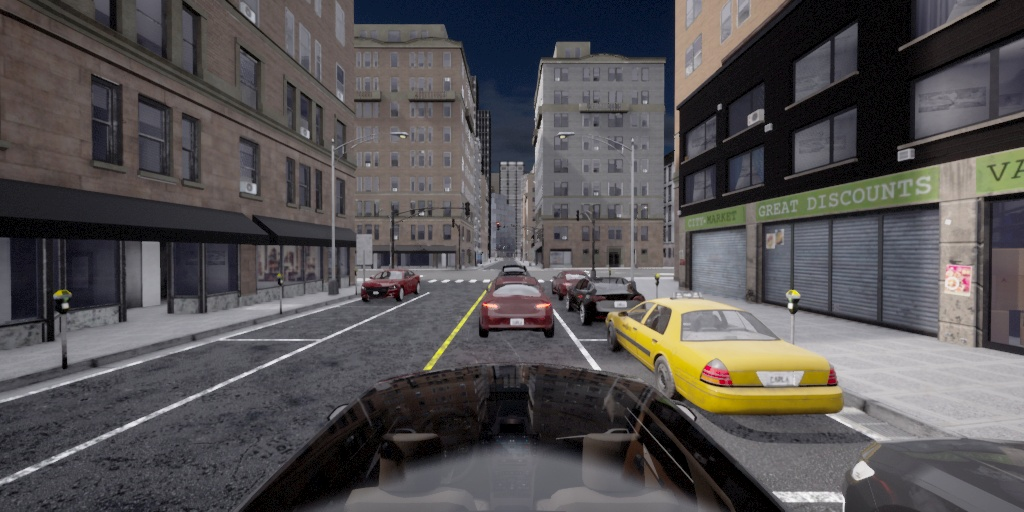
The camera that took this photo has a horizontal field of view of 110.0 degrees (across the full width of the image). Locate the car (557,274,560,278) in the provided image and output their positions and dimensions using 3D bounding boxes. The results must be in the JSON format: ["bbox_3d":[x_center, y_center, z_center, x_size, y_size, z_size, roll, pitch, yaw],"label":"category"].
[{"bbox_3d":[2.892,1.326,17.149,1.802,1.307,4.207,0,0,0],"label":"car"}]

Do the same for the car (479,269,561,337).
[{"bbox_3d":[0.103,1.273,10.128,1.812,1.442,4.674,0,0,0],"label":"car"}]

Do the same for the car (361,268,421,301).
[{"bbox_3d":[-5.653,1.289,17.156,1.888,1.381,4.507,0,0,0],"label":"car"}]

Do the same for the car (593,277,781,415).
[{"bbox_3d":[2.879,1.274,6.147,1.751,1.417,4.829,0,0,0],"label":"car"}]

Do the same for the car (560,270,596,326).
[{"bbox_3d":[2.885,1.312,11.563,1.948,1.339,4.313,0,0,0],"label":"car"}]

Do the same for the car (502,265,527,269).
[{"bbox_3d":[0.119,1.248,20.407,1.837,1.490,4.892,0,0,0],"label":"car"}]

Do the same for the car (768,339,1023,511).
[{"bbox_3d":[2.872,1.301,0.391,2.007,1.370,4.403,0,0,0],"label":"car"}]
